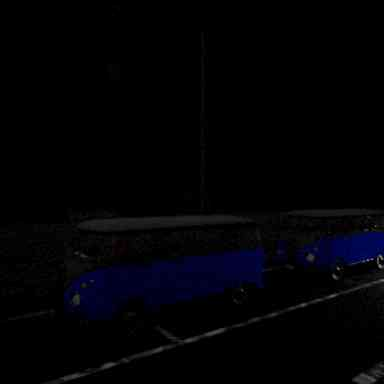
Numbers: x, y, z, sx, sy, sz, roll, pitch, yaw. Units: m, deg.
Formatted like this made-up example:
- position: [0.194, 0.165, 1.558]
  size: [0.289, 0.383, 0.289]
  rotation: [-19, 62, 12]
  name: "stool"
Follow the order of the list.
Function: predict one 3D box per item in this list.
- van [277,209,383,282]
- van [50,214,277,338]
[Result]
- position: [4.164, 1.388, 9.624]
  size: [3.998, 1.788, 1.690]
  rotation: [0, 0, -35]
  name: "van"
- position: [-0.428, 1.358, 6.348]
  size: [3.998, 1.788, 1.690]
  rotation: [0, 0, -36]
  name: "van"
